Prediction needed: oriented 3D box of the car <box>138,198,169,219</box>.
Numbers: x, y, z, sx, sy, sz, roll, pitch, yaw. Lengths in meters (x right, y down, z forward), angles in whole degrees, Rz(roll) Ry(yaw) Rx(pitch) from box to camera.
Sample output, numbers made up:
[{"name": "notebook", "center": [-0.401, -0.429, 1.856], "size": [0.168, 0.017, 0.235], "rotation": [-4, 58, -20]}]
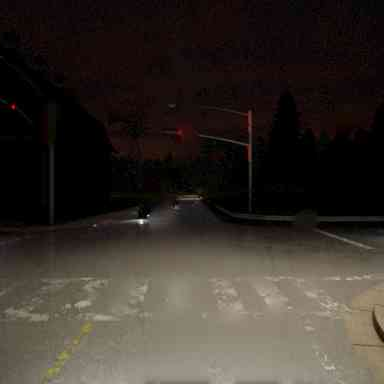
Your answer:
[{"name": "car", "center": [-3.548, 1.547, 29.821], "size": [2.033, 1.411, 5.357], "rotation": [0, 0, 0]}]

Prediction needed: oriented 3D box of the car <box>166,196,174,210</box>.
[{"name": "car", "center": [-3.531, 1.505, 39.566], "size": [1.837, 1.490, 4.892], "rotation": [0, 0, 0]}]

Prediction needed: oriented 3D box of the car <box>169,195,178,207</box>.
[{"name": "car", "center": [-3.508, 1.526, 48.863], "size": [1.812, 1.442, 4.674], "rotation": [0, 0, 0]}]
